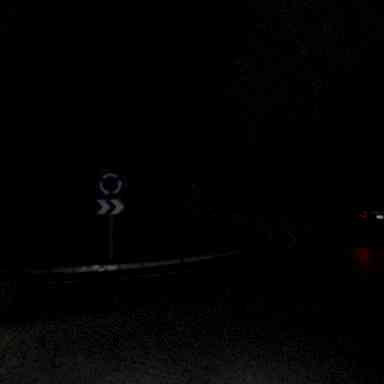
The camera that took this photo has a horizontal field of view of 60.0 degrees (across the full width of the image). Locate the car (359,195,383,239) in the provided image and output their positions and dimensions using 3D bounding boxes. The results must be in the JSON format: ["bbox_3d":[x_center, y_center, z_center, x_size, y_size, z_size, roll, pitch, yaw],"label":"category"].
[{"bbox_3d":[10.034,1.143,15.803,5.566,2.045,2.150,0,-1,-40],"label":"car"}]
